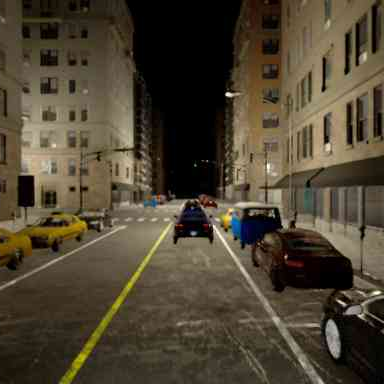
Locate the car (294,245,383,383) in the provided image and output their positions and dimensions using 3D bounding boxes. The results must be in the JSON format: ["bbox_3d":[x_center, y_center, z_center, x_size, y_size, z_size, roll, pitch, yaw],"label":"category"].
[{"bbox_3d":[2.664,1.559,3.060,2.008,1.369,4.403,0,0,0],"label":"car"}]

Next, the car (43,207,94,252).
[{"bbox_3d":[-5.883,1.561,14.199,1.752,1.417,4.829,0,0,0],"label":"car"}]

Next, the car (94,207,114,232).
[{"bbox_3d":[-5.893,1.597,20.036,2.008,1.369,4.403,0,0,0],"label":"car"}]

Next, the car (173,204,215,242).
[{"bbox_3d":[0.065,1.563,16.369,1.812,1.442,4.674,0,0,0],"label":"car"}]

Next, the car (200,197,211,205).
[{"bbox_3d":[2.549,1.677,64.020,1.947,1.339,4.313,0,0,0],"label":"car"}]

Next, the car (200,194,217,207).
[{"bbox_3d":[2.581,1.530,47.265,1.967,1.590,4.097,0,0,0],"label":"car"}]

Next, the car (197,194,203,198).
[{"bbox_3d":[2.560,1.420,58.436,2.192,1.841,5.009,0,0,0],"label":"car"}]

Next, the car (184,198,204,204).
[{"bbox_3d":[0.031,1.643,37.391,1.994,1.385,4.181,0,0,0],"label":"car"}]

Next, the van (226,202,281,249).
[{"bbox_3d":[2.643,1.374,14.401,1.690,1.788,3.998,0,0,0],"label":"van"}]

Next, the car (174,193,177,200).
[{"bbox_3d":[-6.029,1.684,91.921,1.947,1.339,4.313,0,0,0],"label":"car"}]

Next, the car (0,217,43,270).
[{"bbox_3d":[-5.872,1.550,8.529,1.752,1.417,4.829,0,0,0],"label":"car"}]

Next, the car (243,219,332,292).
[{"bbox_3d":[2.653,1.603,8.730,1.802,1.307,4.206,0,0,0],"label":"car"}]

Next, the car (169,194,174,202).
[{"bbox_3d":[-6.007,1.664,80.749,1.887,1.381,4.507,0,0,0],"label":"car"}]

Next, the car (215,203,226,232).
[{"bbox_3d":[2.631,1.568,20.240,1.752,1.417,4.829,0,0,0],"label":"car"}]

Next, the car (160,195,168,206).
[{"bbox_3d":[-5.966,1.424,58.405,2.192,1.841,5.009,0,0,0],"label":"car"}]

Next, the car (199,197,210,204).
[{"bbox_3d":[2.539,1.665,69.606,2.008,1.369,4.403,0,0,0],"label":"car"}]

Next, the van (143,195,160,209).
[{"bbox_3d":[-5.945,1.434,47.232,1.690,1.788,3.998,0,0,0],"label":"van"}]
